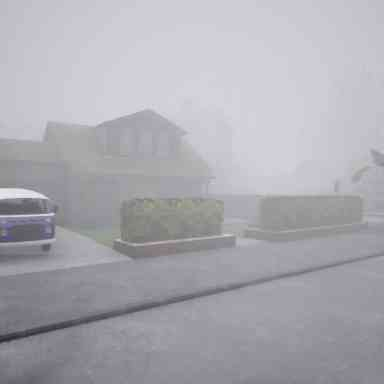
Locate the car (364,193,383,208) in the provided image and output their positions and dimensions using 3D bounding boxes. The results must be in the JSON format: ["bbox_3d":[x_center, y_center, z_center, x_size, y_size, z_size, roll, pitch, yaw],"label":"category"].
[{"bbox_3d":[23.130,0.985,40.297,3.866,1.878,1.905,0,0,0],"label":"car"}]
